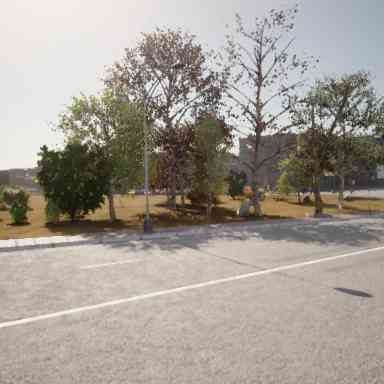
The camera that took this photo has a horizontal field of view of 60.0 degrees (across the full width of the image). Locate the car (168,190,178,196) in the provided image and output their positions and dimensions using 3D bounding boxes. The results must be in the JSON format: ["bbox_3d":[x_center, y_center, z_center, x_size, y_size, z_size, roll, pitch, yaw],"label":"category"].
[{"bbox_3d":[-3.278,0.276,77.658,2.163,1.488,4.792,-1,2,17],"label":"car"}]

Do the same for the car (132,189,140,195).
[{"bbox_3d":[-12.661,0.034,84.979,2.185,1.767,4.553,-1,2,18],"label":"car"}]

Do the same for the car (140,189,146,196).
[{"bbox_3d":[-10.311,0.192,83.170,2.097,1.535,5.008,0,3,18],"label":"car"}]

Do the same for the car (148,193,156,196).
[{"bbox_3d":[-7.983,0.222,81.326,2.231,1.521,4.892,-1,2,18],"label":"car"}]

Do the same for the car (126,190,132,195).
[{"bbox_3d":[-15.025,0.128,86.685,1.946,1.575,5.366,0,3,19],"label":"car"}]

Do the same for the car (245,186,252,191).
[{"bbox_3d":[10.984,-0.169,66.944,2.435,2.045,5.566,-1,2,16],"label":"car"}]

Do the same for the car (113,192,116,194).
[{"bbox_3d":[-19.601,0.050,90.590,2.097,1.535,5.008,-1,3,19],"label":"car"}]

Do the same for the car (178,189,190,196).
[{"bbox_3d":[-0.907,0.115,75.902,2.185,1.767,4.553,-1,2,17],"label":"car"}]

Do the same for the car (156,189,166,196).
[{"bbox_3d":[-5.639,-0.012,79.465,2.435,2.045,5.566,0,2,18],"label":"car"}]
